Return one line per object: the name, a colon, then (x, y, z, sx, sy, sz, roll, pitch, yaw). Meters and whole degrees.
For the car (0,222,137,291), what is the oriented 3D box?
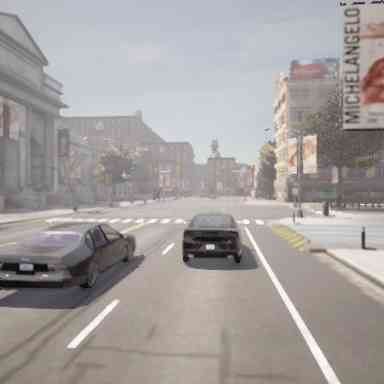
car: (-3.048, 1.545, 9.141, 2.033, 1.411, 5.357, 0, 0, 6)

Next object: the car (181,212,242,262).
car: (0.792, 1.474, 12.184, 1.882, 1.535, 5.008, 0, 0, 6)
